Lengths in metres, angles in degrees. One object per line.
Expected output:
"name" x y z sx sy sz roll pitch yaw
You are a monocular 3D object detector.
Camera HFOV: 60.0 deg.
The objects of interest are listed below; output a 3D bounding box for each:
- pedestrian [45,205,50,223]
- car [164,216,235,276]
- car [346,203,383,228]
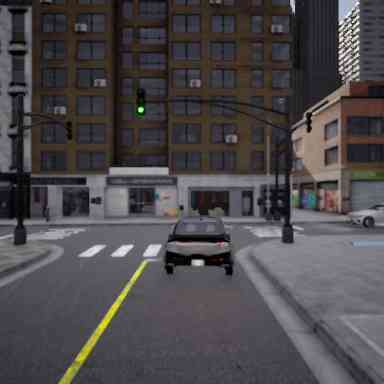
"pedestrian" -10.157 1.498 23.437 0.375 1.300 0.375 0 0 -1
"car" 0.289 1.483 10.382 2.128 1.511 4.902 0 0 3
"car" 12.064 1.397 20.673 4.674 1.442 1.812 -1 0 -1
